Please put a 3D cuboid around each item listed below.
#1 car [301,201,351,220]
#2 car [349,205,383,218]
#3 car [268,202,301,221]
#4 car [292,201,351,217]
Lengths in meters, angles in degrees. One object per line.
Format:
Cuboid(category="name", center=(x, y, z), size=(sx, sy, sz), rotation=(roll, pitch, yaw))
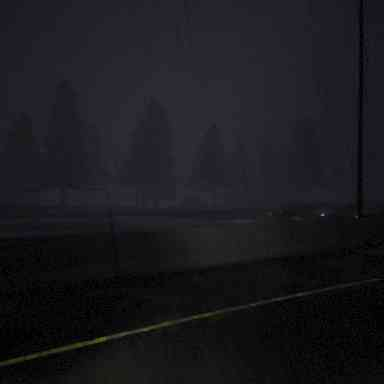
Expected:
Cuboid(category="car", center=(10.724, 1.593, 24.492), size=(4.674, 1.442, 1.812), rotation=(1, 0, -20))
Cuboid(category="car", center=(12.914, 1.685, 21.567), size=(4.718, 1.301, 1.895), rotation=(0, 0, -20))
Cuboid(category="car", center=(8.576, 1.544, 27.422), size=(4.902, 1.511, 2.128), rotation=(0, 0, -20))
Cuboid(category="car", center=(12.729, 1.628, 32.660), size=(5.357, 1.411, 2.033), rotation=(0, 0, -19))
